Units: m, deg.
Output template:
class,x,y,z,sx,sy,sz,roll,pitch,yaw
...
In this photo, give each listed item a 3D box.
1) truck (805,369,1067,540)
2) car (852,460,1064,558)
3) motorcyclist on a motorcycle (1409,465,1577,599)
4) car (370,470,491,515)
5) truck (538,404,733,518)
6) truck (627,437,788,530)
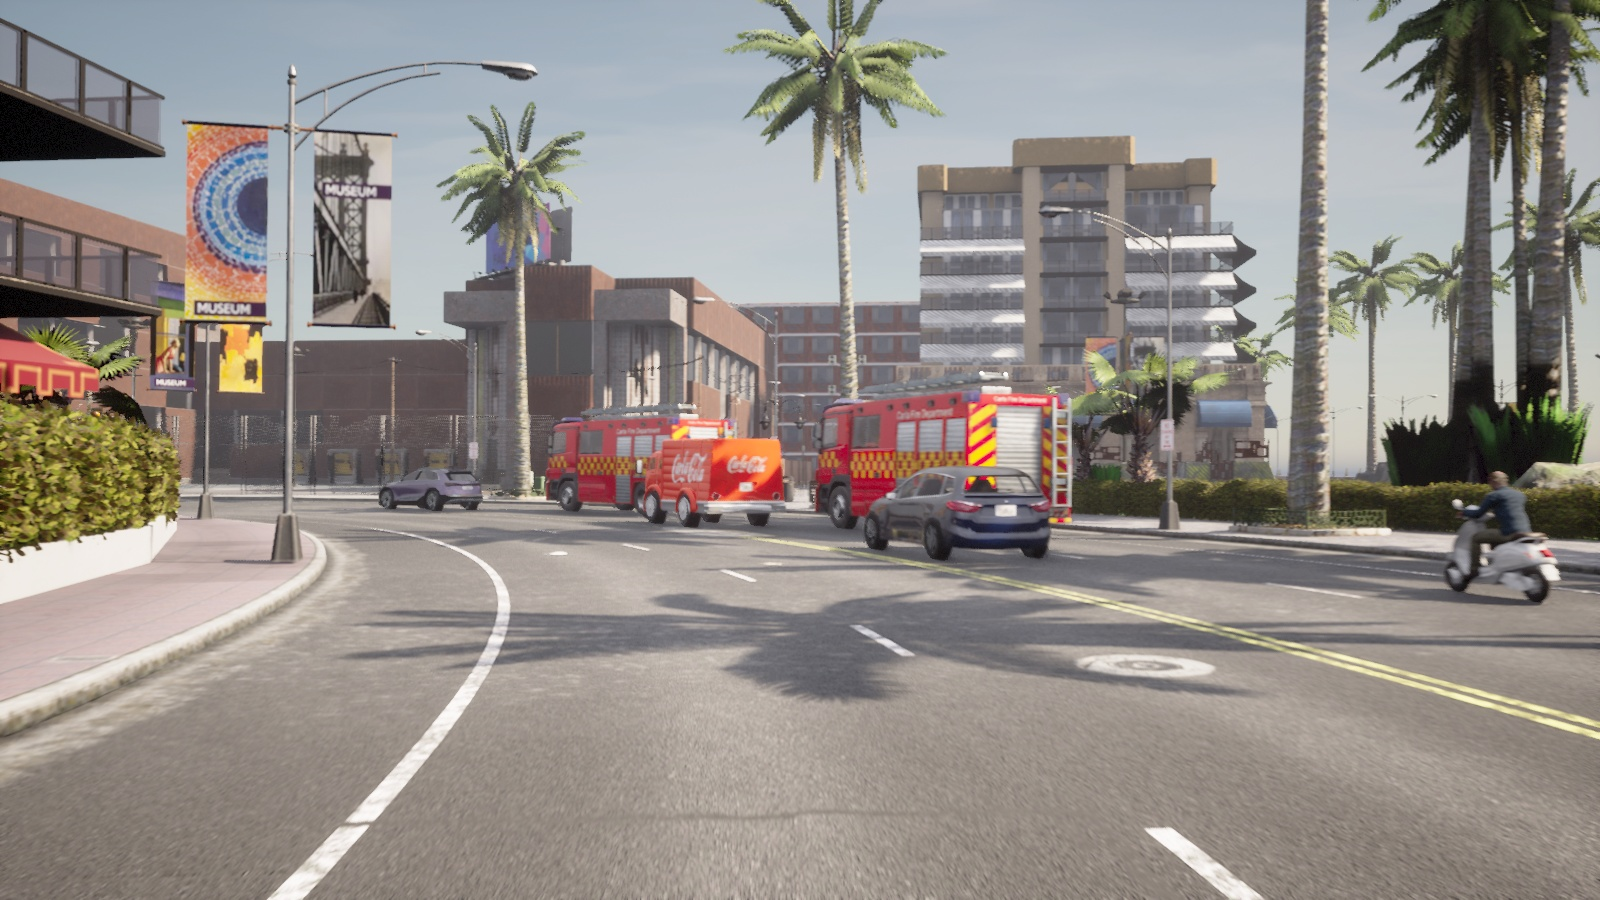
class,x,y,z,sx,sy,sz,roll,pitch,yaw
truck,3.165,0.180,32.471,2.891,3.827,8.468,0,-1,-24
car,2.862,1.049,24.016,2.242,1.667,4.611,0,-1,-18
motorcyclist on a motorcycle,8.756,0.998,15.957,0.866,1.590,1.817,0,-1,-12
car,-14.356,1.620,48.637,4.856,1.649,2.033,-1,-1,38
truck,-6.244,0.451,46.296,2.891,3.827,8.468,1,-1,-41
truck,-2.769,0.945,36.148,2.627,2.467,5.204,1,-1,-30
